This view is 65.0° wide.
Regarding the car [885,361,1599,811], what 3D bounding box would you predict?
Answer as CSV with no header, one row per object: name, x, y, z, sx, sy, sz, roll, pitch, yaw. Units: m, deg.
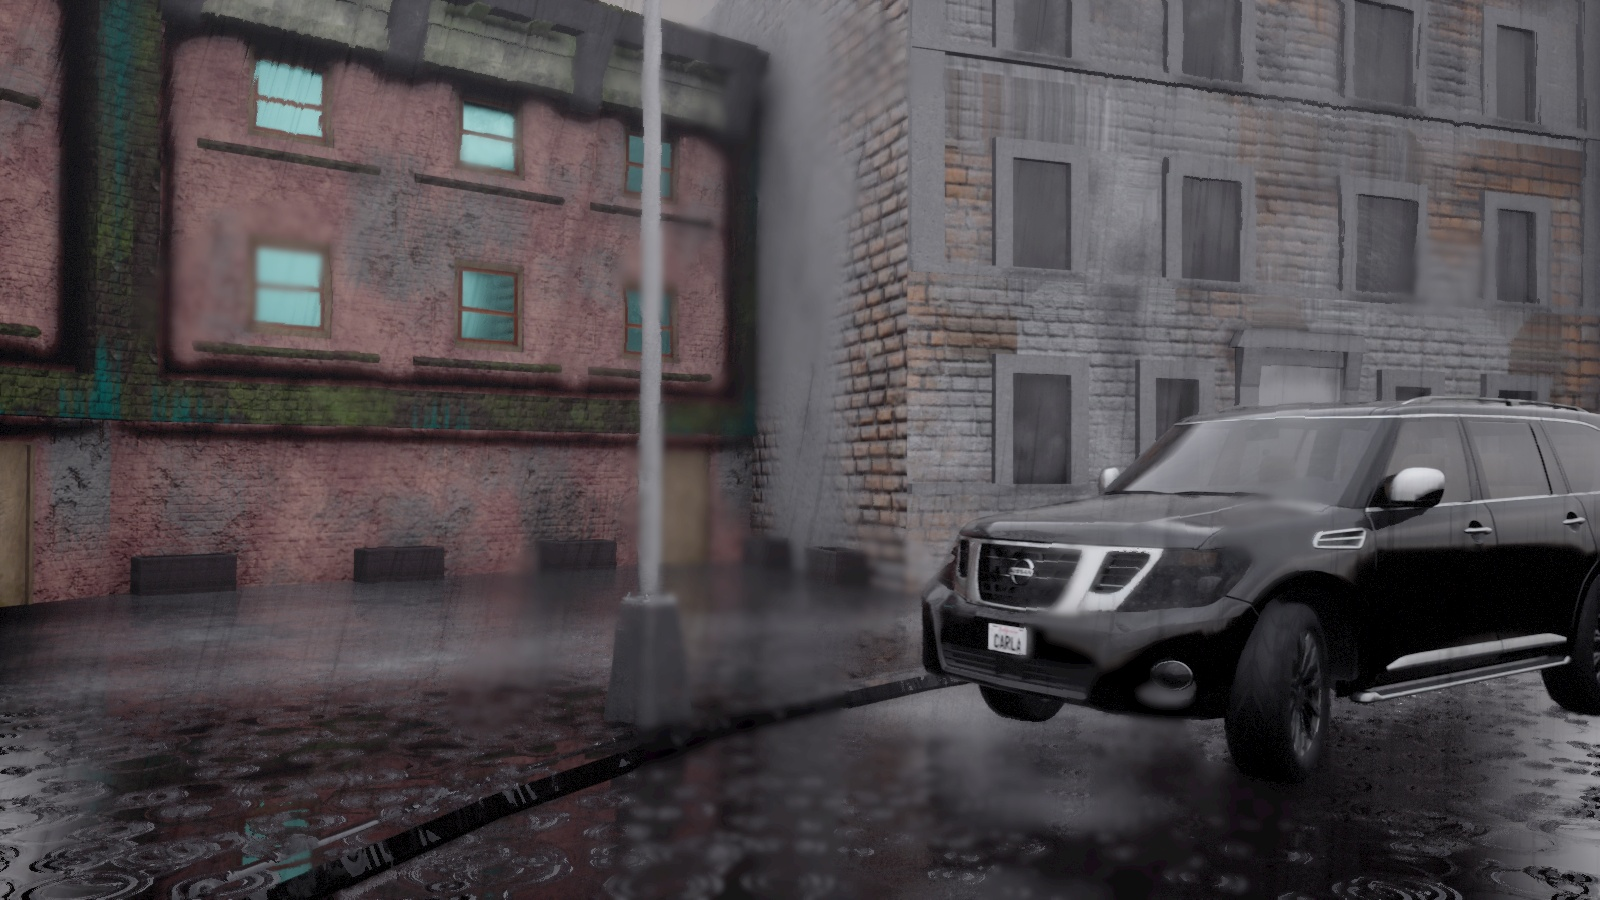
car,3.431,0.651,8.144,5.566,2.045,2.150,0,-1,-33
